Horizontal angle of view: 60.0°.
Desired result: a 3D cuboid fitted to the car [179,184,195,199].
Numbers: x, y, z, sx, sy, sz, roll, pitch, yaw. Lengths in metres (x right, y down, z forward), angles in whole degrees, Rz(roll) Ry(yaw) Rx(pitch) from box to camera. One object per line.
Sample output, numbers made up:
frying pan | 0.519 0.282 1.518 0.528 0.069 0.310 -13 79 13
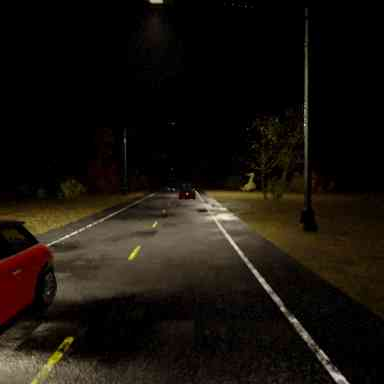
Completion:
car | -0.600 0.099 41.415 1.994 1.385 4.181 -1 3 -1

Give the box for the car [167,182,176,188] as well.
car | -4.951 -1.624 80.729 2.033 1.411 5.357 -1 3 -1

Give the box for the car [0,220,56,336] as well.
car | -3.656 1.304 4.533 2.097 1.767 4.553 -1 1 -1
